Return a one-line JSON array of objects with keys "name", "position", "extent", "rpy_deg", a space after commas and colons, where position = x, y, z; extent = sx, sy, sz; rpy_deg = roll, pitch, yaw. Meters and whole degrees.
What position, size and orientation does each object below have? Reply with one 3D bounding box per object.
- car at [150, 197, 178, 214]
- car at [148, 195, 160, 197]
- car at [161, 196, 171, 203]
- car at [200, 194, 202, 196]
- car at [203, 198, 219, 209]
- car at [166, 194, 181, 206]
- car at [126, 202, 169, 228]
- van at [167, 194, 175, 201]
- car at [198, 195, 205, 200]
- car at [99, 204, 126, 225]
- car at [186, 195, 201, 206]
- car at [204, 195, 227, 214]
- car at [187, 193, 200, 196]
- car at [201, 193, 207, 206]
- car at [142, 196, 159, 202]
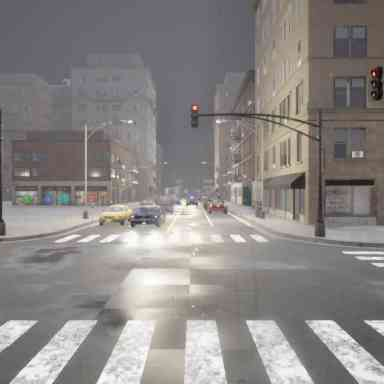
[{"name": "car", "position": [-2.860, 1.549, 35.120], "extent": [2.033, 1.411, 5.357], "rpy_deg": [0, 0, 0]}, {"name": "car", "position": [-5.400, 1.317, 46.718], "extent": [2.192, 1.841, 5.009], "rpy_deg": [0, 0, 0]}, {"name": "car", "position": [-5.406, 1.530, 69.196], "extent": [1.752, 1.417, 4.829], "rpy_deg": [0, 0, 0]}, {"name": "car", "position": [2.619, 1.555, 69.367], "extent": [2.008, 1.369, 4.403], "rpy_deg": [0, 0, 0]}, {"name": "car", "position": [2.625, 1.568, 46.720], "extent": [1.947, 1.339, 4.313], "rpy_deg": [0, 0, 0]}, {"name": "car", "position": [-2.799, 1.528, 54.574], "extent": [1.812, 1.442, 4.674], "rpy_deg": [0, 0, 1]}, {"name": "car", "position": [-2.888, 1.601, 22.592], "extent": [1.895, 1.301, 4.718], "rpy_deg": [0, 0, 1]}, {"name": "van", "position": [-5.410, 1.349, 86.351], "extent": [1.690, 1.788, 3.998], "rpy_deg": [0, 0, 0]}, {"name": "car", "position": [2.613, 1.575, 92.015], "extent": [1.947, 1.339, 4.313], "rpy_deg": [0, 0, 0]}, {"name": "car", "position": [-5.394, 1.526, 23.900], "extent": [1.752, 1.417, 4.829], "rpy_deg": [0, 0, 0]}, {"name": "car", "position": [-0.014, 1.604, 53.887], "extent": [1.895, 1.301, 4.718], "rpy_deg": [0, 0, 0]}, {"name": "car", "position": [2.628, 1.441, 35.396], "extent": [1.967, 1.590, 4.097], "rpy_deg": [0, 0, 0]}, {"name": "car", "position": [-0.017, 1.225, 64.189], "extent": [2.150, 2.045, 5.566], "rpy_deg": [0, 0, 0]}, {"name": "car", "position": [2.627, 1.317, 41.058], "extent": [2.192, 1.841, 5.009], "rpy_deg": [0, 0, 0]}, {"name": "car", "position": [-5.398, 1.553, 41.056], "extent": [2.008, 1.369, 4.403], "rpy_deg": [0, 0, 0]}]
